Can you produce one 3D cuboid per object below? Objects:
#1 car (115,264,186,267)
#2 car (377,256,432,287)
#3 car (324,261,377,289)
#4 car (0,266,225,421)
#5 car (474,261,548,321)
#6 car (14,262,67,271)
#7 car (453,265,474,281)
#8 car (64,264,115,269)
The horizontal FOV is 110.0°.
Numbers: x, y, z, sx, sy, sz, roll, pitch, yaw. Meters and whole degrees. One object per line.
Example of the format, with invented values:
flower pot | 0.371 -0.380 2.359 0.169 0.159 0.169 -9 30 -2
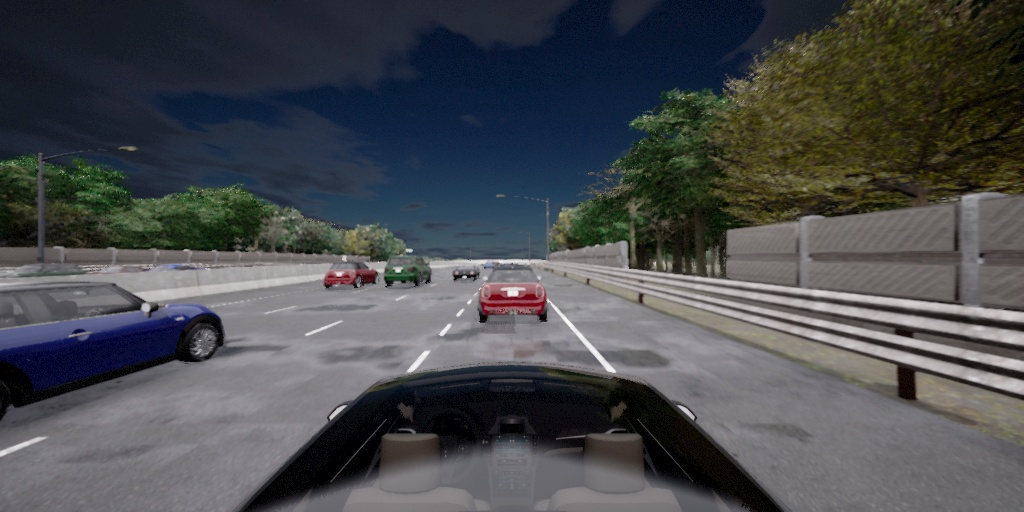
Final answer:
car | -24.810 1.385 25.929 1.882 1.535 5.008 0 0 0
car | -7.108 1.016 24.953 2.150 2.045 5.566 0 0 -1
car | -10.598 1.169 24.045 2.097 1.767 4.553 0 0 -1
car | -6.922 1.151 5.458 2.097 1.767 4.553 0 0 -1
car | 0.010 1.108 12.591 2.097 1.767 4.553 0 0 -1
car | -31.793 1.304 24.119 2.097 1.767 4.553 0 0 0
car | -3.757 1.378 30.387 1.895 1.301 4.718 0 0 -1
car | -28.309 1.456 25.866 1.812 1.442 4.674 0 0 0
